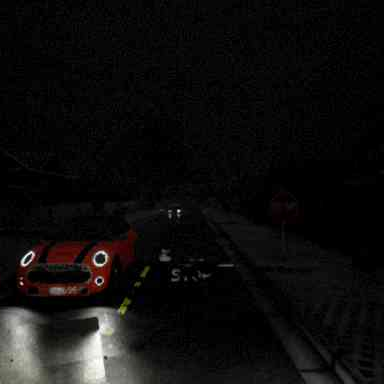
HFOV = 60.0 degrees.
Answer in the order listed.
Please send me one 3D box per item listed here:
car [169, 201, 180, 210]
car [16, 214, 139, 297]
[{"bbox_3d":[-3.032,2.361,57.182,1.812,1.442,4.674,0,0,-3],"label":"car"},{"bbox_3d":[-2.774,1.467,9.080,2.097,1.767,4.553,0,-1,0],"label":"car"}]
